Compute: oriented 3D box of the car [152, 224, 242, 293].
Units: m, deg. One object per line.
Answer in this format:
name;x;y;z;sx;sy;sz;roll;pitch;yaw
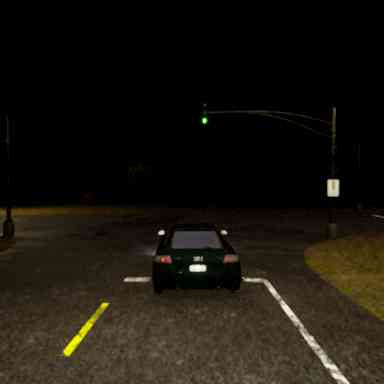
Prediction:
car;0.034;1.517;8.809;1.994;1.385;4.181;0;0;-2
